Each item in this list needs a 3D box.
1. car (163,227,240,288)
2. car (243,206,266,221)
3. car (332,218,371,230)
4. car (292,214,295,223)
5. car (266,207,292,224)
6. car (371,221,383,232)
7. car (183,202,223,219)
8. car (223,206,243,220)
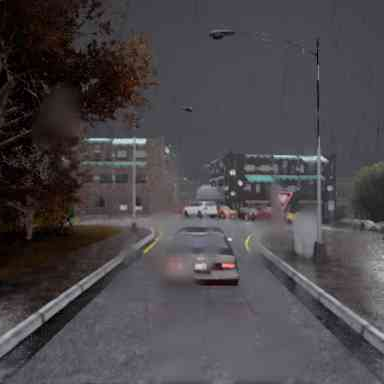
[{"bbox_3d":[0.253,1.729,9.717,2.033,1.411,5.357,0,-1,1],"label":"car"},{"bbox_3d":[6.824,2.775,43.194,2.185,1.767,4.553,6,-3,-32],"label":"car"},{"bbox_3d":[21.569,4.375,46.138,2.002,1.452,4.674,6,-3,-31],"label":"car"},{"bbox_3d":[12.627,3.474,44.573,1.946,1.575,5.366,6,-3,-31],"label":"car"},{"bbox_3d":[9.809,2.940,43.814,2.435,2.045,5.566,7,-4,-31],"label":"car"},{"bbox_3d":[24.528,4.662,46.713,2.002,1.452,4.674,7,-4,-31],"label":"car"},{"bbox_3d":[0.995,2.238,41.984,2.435,2.045,5.566,1,-2,-31],"label":"car"},{"bbox_3d":[3.862,2.527,42.633,2.185,1.767,4.553,4,-3,-32],"label":"car"}]
